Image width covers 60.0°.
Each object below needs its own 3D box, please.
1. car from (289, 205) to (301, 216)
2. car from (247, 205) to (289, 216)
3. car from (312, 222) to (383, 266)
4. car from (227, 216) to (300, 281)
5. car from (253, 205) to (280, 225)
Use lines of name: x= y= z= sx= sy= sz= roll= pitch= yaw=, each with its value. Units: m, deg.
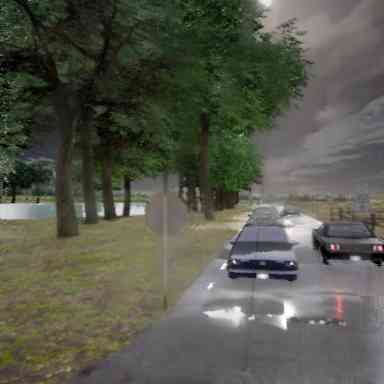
car: x=12.328 y=2.256 z=41.233 sx=1.994 sy=1.385 sz=4.181 roll=-1 pitch=-1 yaw=13
car: x=4.435 y=1.678 z=19.936 sx=2.097 sy=1.767 sz=4.553 roll=-1 pitch=-1 yaw=13
car: x=5.565 y=1.765 z=12.303 sx=1.895 sy=1.301 sz=4.718 roll=-1 pitch=-1 yaw=15
car: x=2.320 y=1.722 z=10.747 sx=2.033 sy=1.411 sz=5.357 roll=-1 pitch=-1 yaw=13
car: x=6.689 y=1.991 z=29.675 sx=2.128 sy=1.511 sz=4.902 roll=-1 pitch=-1 yaw=13
